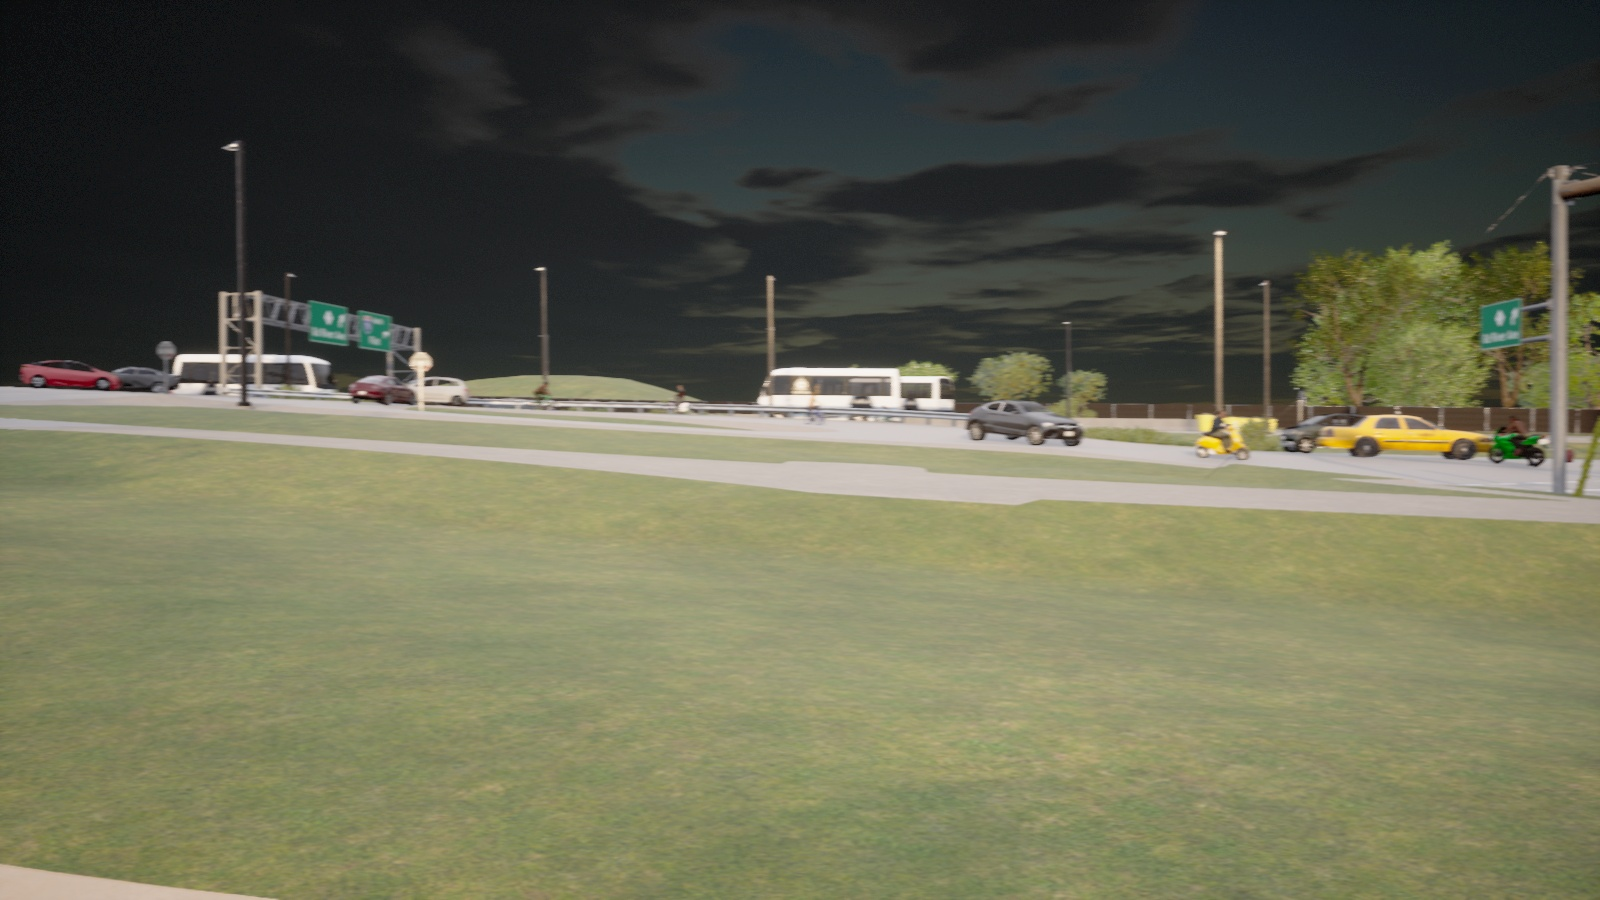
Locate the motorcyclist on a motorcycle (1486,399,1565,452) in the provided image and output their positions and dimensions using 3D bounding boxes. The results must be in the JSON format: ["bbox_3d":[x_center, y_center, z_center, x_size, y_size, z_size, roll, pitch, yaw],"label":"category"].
[{"bbox_3d":[21.731,-0.750,37.670,0.797,1.523,2.044,-2,3,-18],"label":"motorcyclist on a motorcycle"}]

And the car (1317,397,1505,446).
[{"bbox_3d":[20.229,-0.952,41.793,5.366,1.575,1.801,0,1,15],"label":"car"}]

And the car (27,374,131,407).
[{"bbox_3d":[-36.990,-3.027,64.530,4.514,1.525,2.007,0,0,-27],"label":"car"}]

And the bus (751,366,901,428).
[{"bbox_3d":[1.910,-3.695,89.063,10.273,4.253,3.944,0,1,6],"label":"bus"}]

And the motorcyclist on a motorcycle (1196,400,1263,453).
[{"bbox_3d":[13.738,-0.769,40.147,1.817,1.590,0.866,3,7,43],"label":"motorcyclist on a motorcycle"}]

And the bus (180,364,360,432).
[{"bbox_3d":[-34.759,-3.345,82.635,10.273,4.253,3.944,0,1,6],"label":"bus"}]

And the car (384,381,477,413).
[{"bbox_3d":[-21.125,-2.979,71.833,4.611,1.667,2.242,0,1,-37],"label":"car"}]

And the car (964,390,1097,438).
[{"bbox_3d":[8.831,-1.418,48.530,2.152,1.651,5.027,-1,4,-33],"label":"car"}]

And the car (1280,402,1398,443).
[{"bbox_3d":[20.479,-1.046,47.805,3.705,1.549,1.789,0,1,2],"label":"car"}]

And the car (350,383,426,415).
[{"bbox_3d":[-20.584,-2.524,62.916,1.812,1.442,4.674,2,2,7],"label":"car"}]

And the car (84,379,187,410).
[{"bbox_3d":[-36.376,-3.035,68.830,4.902,1.511,2.128,0,0,-27],"label":"car"}]
